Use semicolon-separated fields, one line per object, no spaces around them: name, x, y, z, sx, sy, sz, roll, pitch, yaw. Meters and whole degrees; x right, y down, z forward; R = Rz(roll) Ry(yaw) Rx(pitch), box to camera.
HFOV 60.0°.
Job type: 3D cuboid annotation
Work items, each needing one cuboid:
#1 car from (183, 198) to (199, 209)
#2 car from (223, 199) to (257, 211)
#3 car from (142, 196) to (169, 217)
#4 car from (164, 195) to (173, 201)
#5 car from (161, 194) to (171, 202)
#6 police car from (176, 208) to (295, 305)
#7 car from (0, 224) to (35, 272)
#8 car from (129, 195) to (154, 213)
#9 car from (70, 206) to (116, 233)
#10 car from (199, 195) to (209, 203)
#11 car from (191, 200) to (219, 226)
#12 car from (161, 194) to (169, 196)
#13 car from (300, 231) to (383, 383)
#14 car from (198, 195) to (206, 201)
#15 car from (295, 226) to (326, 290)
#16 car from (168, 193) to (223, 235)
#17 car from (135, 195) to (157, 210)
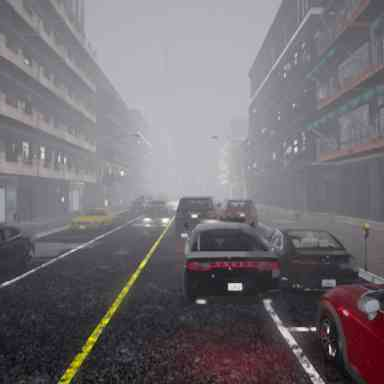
car;-0.089;1.518;45.189;2.033;1.411;5.357;0;0;0
car;2.649;1.304;19.958;2.192;1.841;5.009;0;0;0
car;-3.169;1.458;31.213;1.882;1.535;5.008;0;0;0
car;-5.869;1.482;81.944;1.887;1.381;4.507;0;0;0
car;-5.857;1.383;76.306;1.967;1.590;4.097;0;0;0
police car;0.744;1.419;8.293;1.930;1.638;5.238;0;0;0
car;-5.709;1.562;8.669;1.947;1.339;4.313;0;0;0
car;-5.770;1.417;36.853;1.967;1.590;4.097;0;0;0
car;-5.733;1.514;19.773;1.752;1.417;4.829;0;0;0
car;2.536;1.473;70.855;1.752;1.417;4.829;0;0;0
car;0.846;1.441;24.368;1.801;1.575;5.366;0;0;0
car;-5.843;1.263;70.671;2.192;1.841;5.009;0;0;0
car;2.684;1.439;3.049;1.967;1.590;4.097;0;0;0
car;2.511;1.482;81.958;1.887;1.381;4.507;0;0;0
car;2.672;1.546;8.685;2.008;1.369;4.403;0;0;0
car;0.393;1.203;18.263;2.150;2.045;5.566;-1;1;6
car;-5.782;1.287;42.489;2.192;1.841;5.009;0;0;0
